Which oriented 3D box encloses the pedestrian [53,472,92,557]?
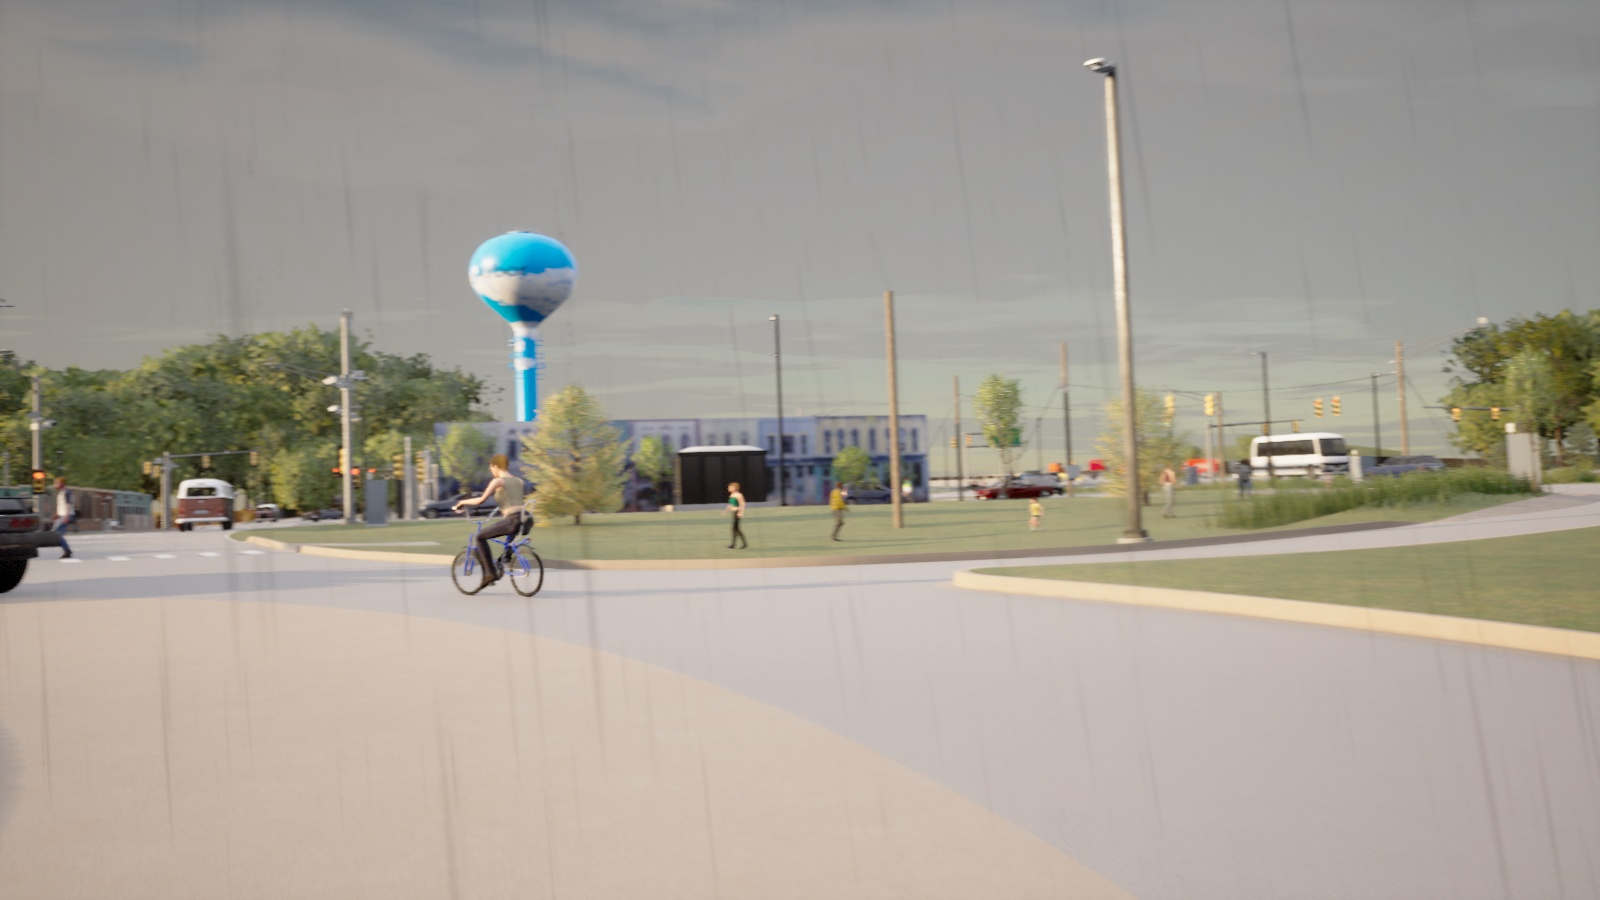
[{"bbox_3d":[-15.972,1.416,27.558,0.706,1.836,0.354,0,-4,-35],"label":"pedestrian"}]

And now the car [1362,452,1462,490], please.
[{"bbox_3d":[31.789,1.119,65.389,2.097,1.767,4.553,-1,-2,-15],"label":"car"}]

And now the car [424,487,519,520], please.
[{"bbox_3d":[-18.229,2.955,69.759,5.027,1.651,2.152,-1,-3,-15],"label":"car"}]

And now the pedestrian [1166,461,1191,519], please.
[{"bbox_3d":[12.187,1.285,40.422,0.594,1.836,0.345,-1,-3,-15],"label":"pedestrian"}]

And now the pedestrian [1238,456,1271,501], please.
[{"bbox_3d":[19.290,1.235,53.338,0.874,1.855,0.900,-2,-3,-10],"label":"pedestrian"}]

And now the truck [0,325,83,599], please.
[{"bbox_3d":[-13.867,0.363,17.124,7.936,3.462,2.891,-4,-2,24],"label":"truck"}]

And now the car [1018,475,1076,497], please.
[{"bbox_3d":[17.808,2.622,90.669,2.163,1.488,4.792,-1,-2,-15],"label":"car"}]

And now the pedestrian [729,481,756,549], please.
[{"bbox_3d":[-1.566,1.774,34.322,0.594,1.836,0.345,-1,-3,-22],"label":"pedestrian"}]

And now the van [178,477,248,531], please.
[{"bbox_3d":[-23.539,2.178,50.510,2.069,2.038,4.480,-1,-2,-19],"label":"van"}]

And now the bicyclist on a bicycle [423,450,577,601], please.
[{"bbox_3d":[-3.386,0.845,14.139,1.509,1.612,0.866,-3,-3,35],"label":"bicyclist on a bicycle"}]

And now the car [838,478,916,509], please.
[{"bbox_3d":[4.391,2.507,71.964,3.988,1.617,1.851,-1,-3,-15],"label":"car"}]

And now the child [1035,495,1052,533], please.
[{"bbox_3d":[7.280,1.913,37.552,0.394,1.110,0.255,-1,-3,-17],"label":"child"}]

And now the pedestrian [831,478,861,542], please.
[{"bbox_3d":[1.341,1.754,36.860,0.726,1.835,0.370,-1,-3,-20],"label":"pedestrian"}]

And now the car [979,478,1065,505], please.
[{"bbox_3d":[13.199,2.465,74.643,4.718,1.301,1.895,-2,-3,-22],"label":"car"}]
